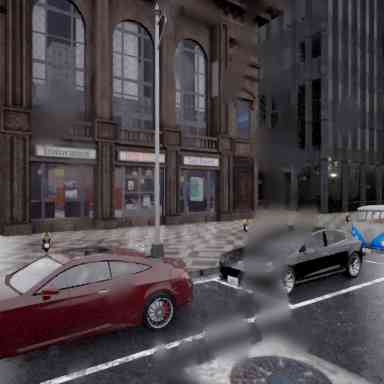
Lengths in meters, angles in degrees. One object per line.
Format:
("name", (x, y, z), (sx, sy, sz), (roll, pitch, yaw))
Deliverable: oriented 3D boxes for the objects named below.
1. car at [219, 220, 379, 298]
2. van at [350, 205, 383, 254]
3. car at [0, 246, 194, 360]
("car", (2.670, 1.566, 8.535), (4.313, 1.339, 1.947), (0, 0, -35))
("van", (7.252, 1.341, 11.787), (3.998, 1.788, 1.690), (0, 0, -35))
("car", (-1.912, 1.582, 5.284), (4.206, 1.307, 1.802), (0, 0, -35))
